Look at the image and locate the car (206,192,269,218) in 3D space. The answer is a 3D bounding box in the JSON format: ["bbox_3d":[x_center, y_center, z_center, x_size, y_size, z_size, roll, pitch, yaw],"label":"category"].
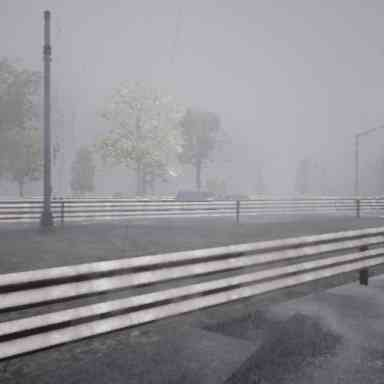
[{"bbox_3d":[3.851,1.013,26.272,4.553,1.767,2.097,0,0,-22],"label":"car"}]

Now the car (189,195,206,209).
[{"bbox_3d":[2.423,1.190,29.461,4.674,1.442,1.812,0,0,-22],"label":"car"}]

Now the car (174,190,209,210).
[{"bbox_3d":[0.972,0.876,32.658,5.566,2.045,2.150,0,0,-22],"label":"car"}]
